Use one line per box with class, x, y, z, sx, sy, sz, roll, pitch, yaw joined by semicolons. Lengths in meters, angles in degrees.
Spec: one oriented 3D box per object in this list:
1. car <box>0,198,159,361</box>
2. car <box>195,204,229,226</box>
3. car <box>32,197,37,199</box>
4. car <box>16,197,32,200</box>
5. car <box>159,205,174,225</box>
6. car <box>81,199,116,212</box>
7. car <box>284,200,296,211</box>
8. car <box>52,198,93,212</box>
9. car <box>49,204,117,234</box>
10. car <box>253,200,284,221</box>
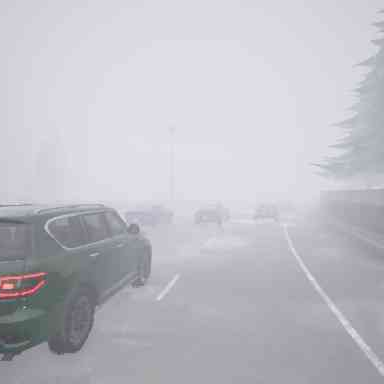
car;-2.416;1.238;6.373;2.150;2.045;5.566;0;0;8
car;1.498;1.565;23.992;1.812;1.442;4.674;0;0;16
car;-17.955;1.620;43.433;1.837;1.490;4.892;0;-1;21
car;-21.838;1.473;43.026;2.097;1.767;4.553;0;0;21
car;-2.693;1.522;21.996;1.882;1.535;5.008;0;0;15
car;-11.437;1.660;40.886;1.994;1.385;4.181;0;0;21
car;11.544;1.614;40.891;1.994;1.385;4.181;0;0;25
car;-14.846;1.596;41.748;2.128;1.511;4.902;0;0;21
car;-6.611;1.576;20.796;1.812;1.442;4.674;0;0;14
car;6.224;1.584;27.436;2.033;1.411;5.357;0;0;18
